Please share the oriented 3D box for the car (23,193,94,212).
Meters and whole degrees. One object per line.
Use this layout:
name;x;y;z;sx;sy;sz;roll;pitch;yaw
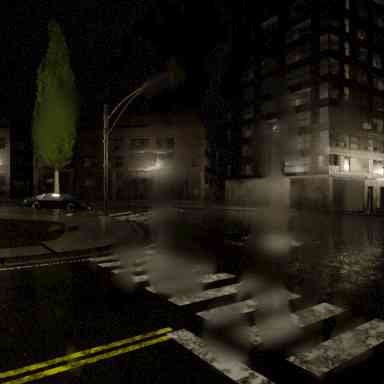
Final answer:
car;-10.548;0.787;26.294;5.357;1.411;2.033;1;0;11
